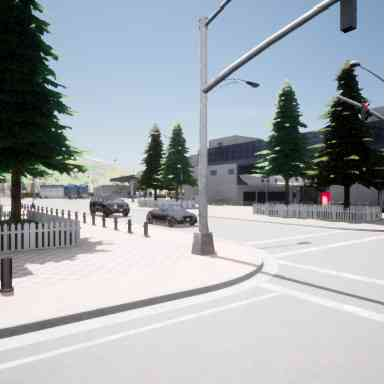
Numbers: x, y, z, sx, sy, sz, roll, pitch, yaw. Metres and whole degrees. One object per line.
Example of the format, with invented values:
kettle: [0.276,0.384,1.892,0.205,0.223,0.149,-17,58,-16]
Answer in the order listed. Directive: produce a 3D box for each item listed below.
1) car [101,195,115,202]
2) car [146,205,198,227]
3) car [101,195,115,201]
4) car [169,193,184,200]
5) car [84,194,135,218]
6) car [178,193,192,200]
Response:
car: [-18.931,1.389,75.022,1.845,1.501,3.633,0,0,-37]
car: [-1.450,1.579,22.849,1.994,1.385,4.181,0,0,-37]
car: [-20.958,1.399,82.757,1.970,1.475,3.806,0,0,-37]
car: [-3.922,1.113,85.982,1.932,1.855,4.605,0,0,-37]
car: [-7.885,1.237,31.366,2.150,2.045,5.566,0,0,-37]
car: [-1.834,1.092,88.044,1.905,1.878,3.866,0,0,-37]
